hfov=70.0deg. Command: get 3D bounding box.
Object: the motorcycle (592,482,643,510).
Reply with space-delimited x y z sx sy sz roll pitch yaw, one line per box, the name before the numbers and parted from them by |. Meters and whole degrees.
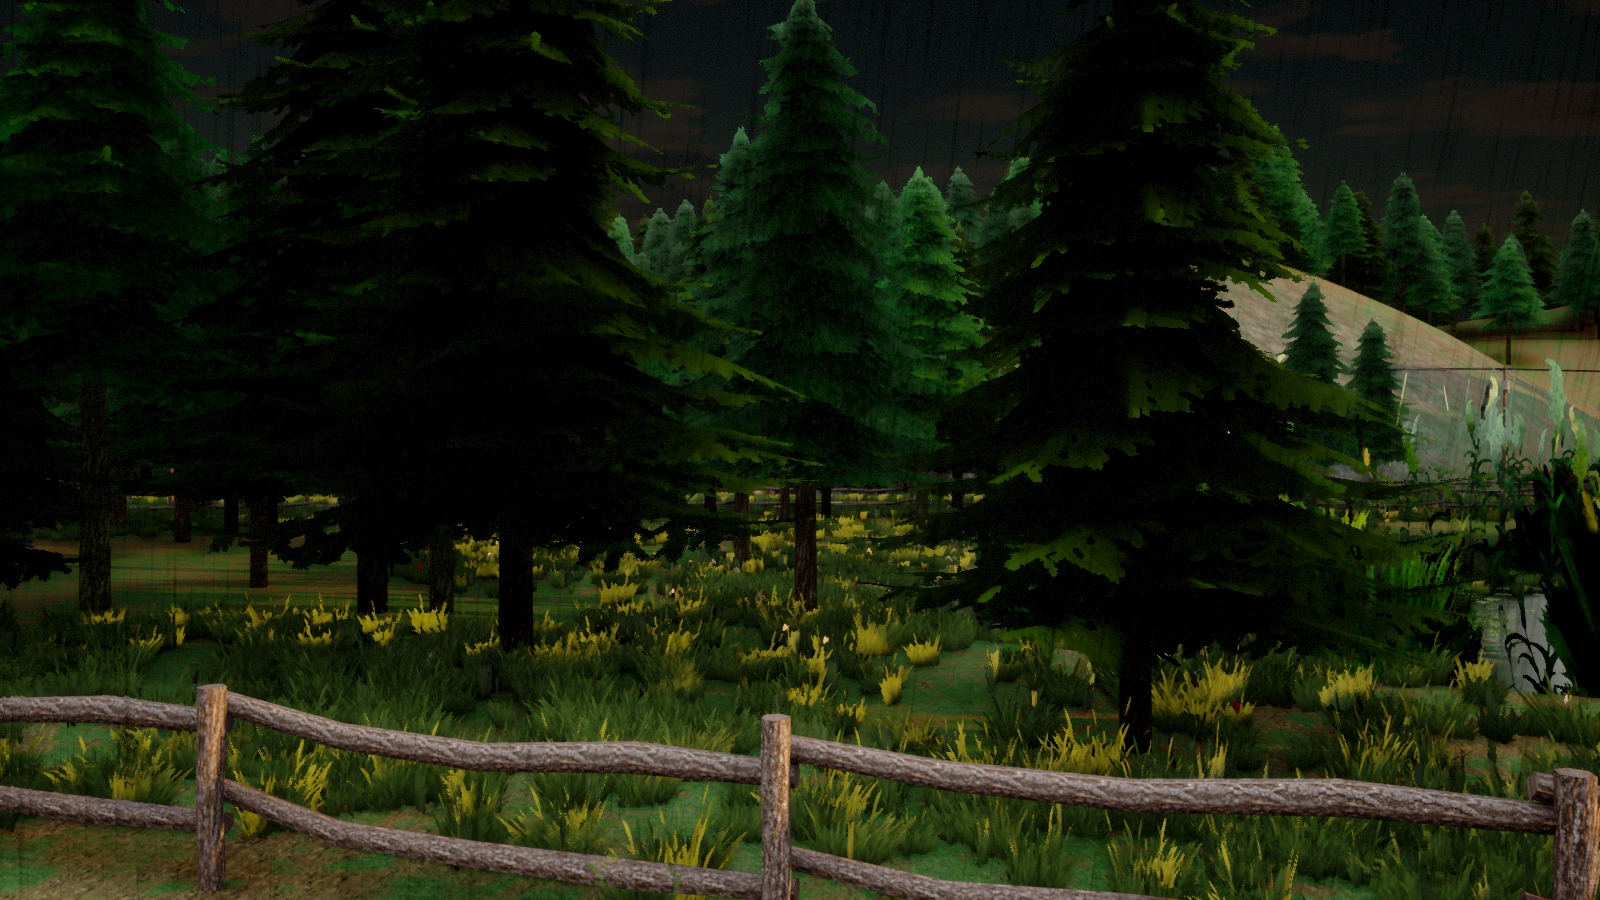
motorcycle | -8.629 2.178 54.113 2.209 1.251 0.867 0 0 14
